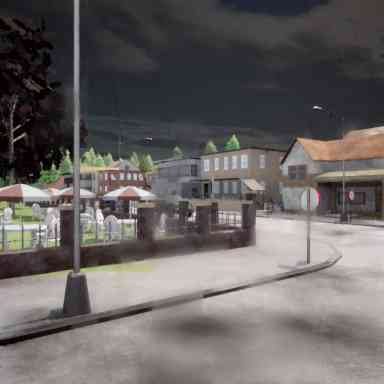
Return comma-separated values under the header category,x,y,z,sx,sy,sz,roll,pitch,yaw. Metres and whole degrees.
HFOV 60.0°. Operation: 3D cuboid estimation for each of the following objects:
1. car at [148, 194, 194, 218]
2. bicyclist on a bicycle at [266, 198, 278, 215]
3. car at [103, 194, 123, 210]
category,x,y,z,sx,sy,sz,roll,pitch,yaw
car,-2.089,1.221,30.477,2.150,2.045,5.566,0,0,-35
bicyclist on a bicycle,7.542,1.349,31.424,1.656,1.620,0.582,0,0,-35
car,-9.426,1.222,40.816,2.150,2.045,5.566,0,0,-35
